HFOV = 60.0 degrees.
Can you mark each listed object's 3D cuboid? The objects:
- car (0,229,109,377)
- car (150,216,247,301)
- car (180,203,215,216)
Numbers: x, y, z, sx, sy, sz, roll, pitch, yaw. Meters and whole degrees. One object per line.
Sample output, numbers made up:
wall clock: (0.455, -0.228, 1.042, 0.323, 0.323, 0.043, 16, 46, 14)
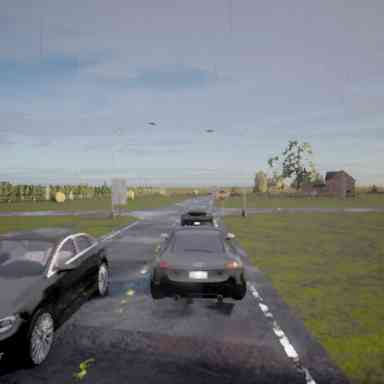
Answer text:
car: (-2.818, 1.469, 5.775, 2.128, 1.511, 4.902, 0, 0, 0)
car: (0.141, 1.532, 8.307, 1.994, 1.385, 4.181, 0, 0, 1)
car: (0.314, 1.426, 20.085, 1.837, 1.490, 4.892, 0, 0, 1)
